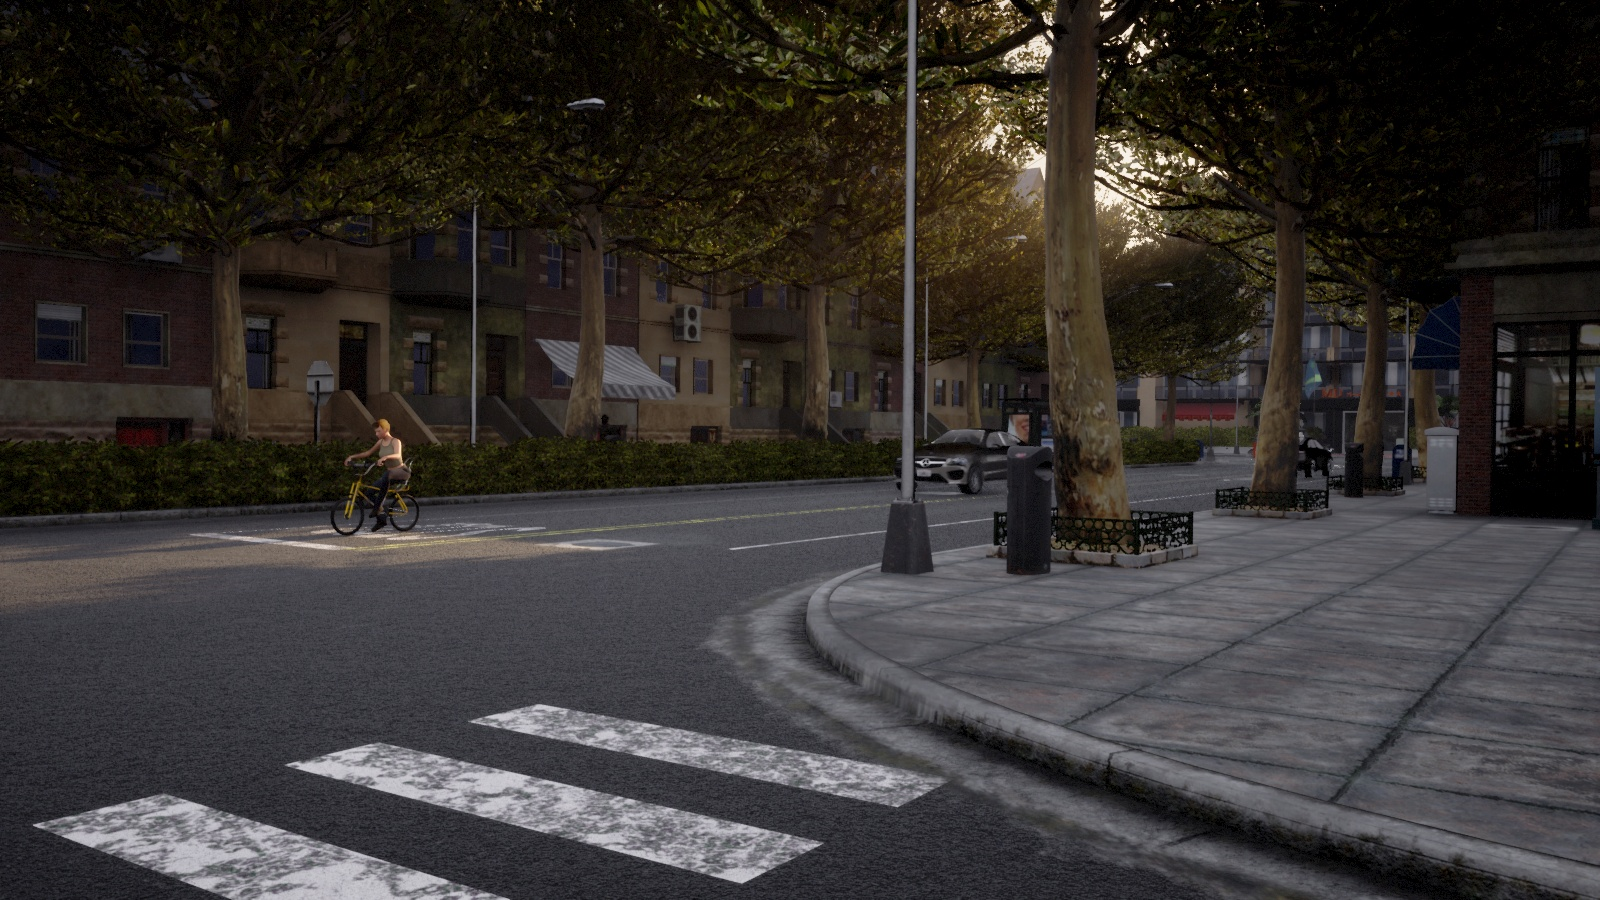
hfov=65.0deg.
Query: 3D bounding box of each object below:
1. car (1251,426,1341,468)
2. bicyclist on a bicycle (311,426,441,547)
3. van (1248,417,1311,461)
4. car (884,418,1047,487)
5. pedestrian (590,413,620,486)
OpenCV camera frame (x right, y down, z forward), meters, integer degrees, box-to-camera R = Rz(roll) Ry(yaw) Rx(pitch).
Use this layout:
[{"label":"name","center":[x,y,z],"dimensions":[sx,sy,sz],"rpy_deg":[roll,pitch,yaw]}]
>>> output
[{"label":"car","center":[18.904,-0.135,47.745],"dimensions":[2.128,1.511,4.902],"rpy_deg":[0,1,34]},{"label":"bicyclist on a bicycle","center":[-5.954,0.480,17.696],"dimensions":[0.866,1.612,1.509],"rpy_deg":[0,1,34]},{"label":"van","center":[22.804,-0.536,59.615],"dimensions":[1.775,1.987,4.442],"rpy_deg":[0,1,34]},{"label":"car","center":[4.420,0.022,32.816],"dimensions":[2.152,1.651,5.027],"rpy_deg":[0,1,34]},{"label":"pedestrian","center":[-5.232,-0.024,33.679],"dimensions":[0.395,1.930,0.692],"rpy_deg":[0,1,42]}]
